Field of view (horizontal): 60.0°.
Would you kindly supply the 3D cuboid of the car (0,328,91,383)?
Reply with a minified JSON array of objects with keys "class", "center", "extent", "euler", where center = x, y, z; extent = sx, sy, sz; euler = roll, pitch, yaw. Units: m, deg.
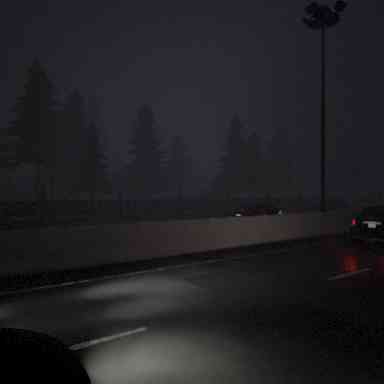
[{"class":"car","center":[-2.966,1.504,1.632],"extent":[4.892,1.490,1.837],"euler":[0,0,-36]}]

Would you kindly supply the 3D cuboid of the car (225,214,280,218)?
[{"class":"car","center":[4.553,1.496,24.428],"extent":[4.892,1.490,1.837],"euler":[0,0,-35]}]

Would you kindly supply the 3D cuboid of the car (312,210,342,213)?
[{"class":"car","center":[14.950,1.466,36.031],"extent":[5.008,1.535,1.882],"euler":[0,0,-36]}]

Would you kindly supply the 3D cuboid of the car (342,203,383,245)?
[{"class":"car","center":[8.818,1.345,14.336],"extent":[4.553,1.767,2.097],"euler":[0,0,-36]}]
